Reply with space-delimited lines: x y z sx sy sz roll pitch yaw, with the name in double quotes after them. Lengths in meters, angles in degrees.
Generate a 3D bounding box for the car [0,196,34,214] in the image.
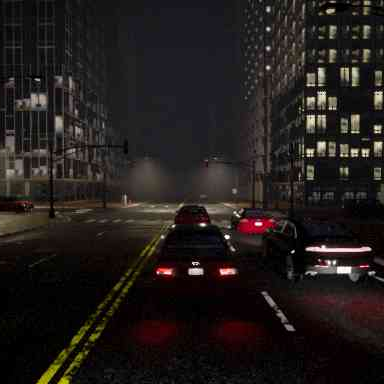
-18.290 1.205 33.294 4.553 1.767 2.097 1 1 1 "car"

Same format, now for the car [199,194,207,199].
3.025 1.263 91.407 1.812 1.442 4.674 0 0 0 "car"

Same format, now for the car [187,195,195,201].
-0.204 1.516 82.776 1.895 1.301 4.718 0 0 0 "car"

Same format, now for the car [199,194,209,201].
3.050 1.510 81.434 1.895 1.301 4.718 0 0 0 "car"

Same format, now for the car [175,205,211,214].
0.059 1.467 18.585 1.882 1.535 5.008 0 0 1 "car"

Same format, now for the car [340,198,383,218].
16.127 1.518 30.232 5.009 1.841 2.192 1 0 1 "car"

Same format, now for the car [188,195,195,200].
-0.229 1.456 92.866 1.994 1.385 4.181 0 0 0 "car"

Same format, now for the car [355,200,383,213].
21.715 1.641 38.532 4.829 1.417 1.752 1 0 1 "car"

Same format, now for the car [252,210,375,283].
3.325 1.487 9.679 2.128 1.511 4.902 0 0 0 "car"

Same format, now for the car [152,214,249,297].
0.080 1.543 8.764 2.033 1.411 5.357 0 0 0 "car"

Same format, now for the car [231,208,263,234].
3.304 1.554 18.480 1.994 1.385 4.181 0 0 0 "car"
